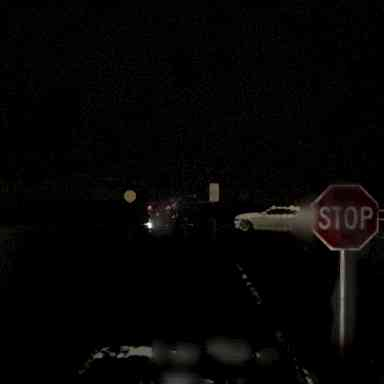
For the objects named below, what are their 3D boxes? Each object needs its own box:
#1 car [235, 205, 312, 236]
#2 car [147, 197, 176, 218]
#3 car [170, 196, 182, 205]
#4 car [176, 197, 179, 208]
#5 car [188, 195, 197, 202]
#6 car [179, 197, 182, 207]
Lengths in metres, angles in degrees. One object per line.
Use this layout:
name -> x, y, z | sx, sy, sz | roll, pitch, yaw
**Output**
car -> 4.670, 1.463, 17.995 | 4.674, 1.442, 1.812 | 0, 1, 23
car -> -2.757, 1.330, 29.348 | 2.097, 1.767, 4.553 | 0, 0, -1
car -> -2.742, 1.503, 57.791 | 1.994, 1.385, 4.181 | 0, 0, 1
car -> -2.797, 1.568, 38.304 | 1.895, 1.301, 4.718 | 0, 0, 0
car -> 0.093, 1.414, 71.680 | 1.837, 1.490, 4.892 | 0, 0, 0
car -> -2.769, 1.555, 47.896 | 1.895, 1.301, 4.718 | 0, 0, 0
